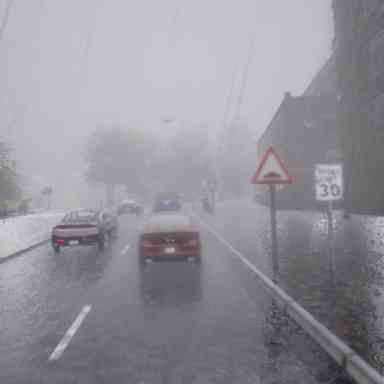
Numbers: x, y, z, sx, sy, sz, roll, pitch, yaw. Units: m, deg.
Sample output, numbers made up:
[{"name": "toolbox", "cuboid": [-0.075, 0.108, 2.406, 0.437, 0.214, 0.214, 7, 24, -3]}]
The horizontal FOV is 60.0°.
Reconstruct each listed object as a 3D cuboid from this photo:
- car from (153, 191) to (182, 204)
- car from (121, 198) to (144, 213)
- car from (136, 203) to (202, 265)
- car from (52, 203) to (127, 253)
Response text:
[{"name": "car", "cuboid": [-1.966, 0.932, 26.987, 2.150, 2.045, 5.566, -1, 1, -3]}, {"name": "car", "cuboid": [-5.286, 1.282, 28.933, 1.812, 1.442, 4.674, -1, 1, -3]}, {"name": "car", "cuboid": [-0.769, 1.395, 11.504, 1.882, 1.535, 5.008, -1, 1, -4]}, {"name": "car", "cuboid": [-4.184, 1.463, 13.645, 2.128, 1.511, 4.902, -1, 1, -4]}]
